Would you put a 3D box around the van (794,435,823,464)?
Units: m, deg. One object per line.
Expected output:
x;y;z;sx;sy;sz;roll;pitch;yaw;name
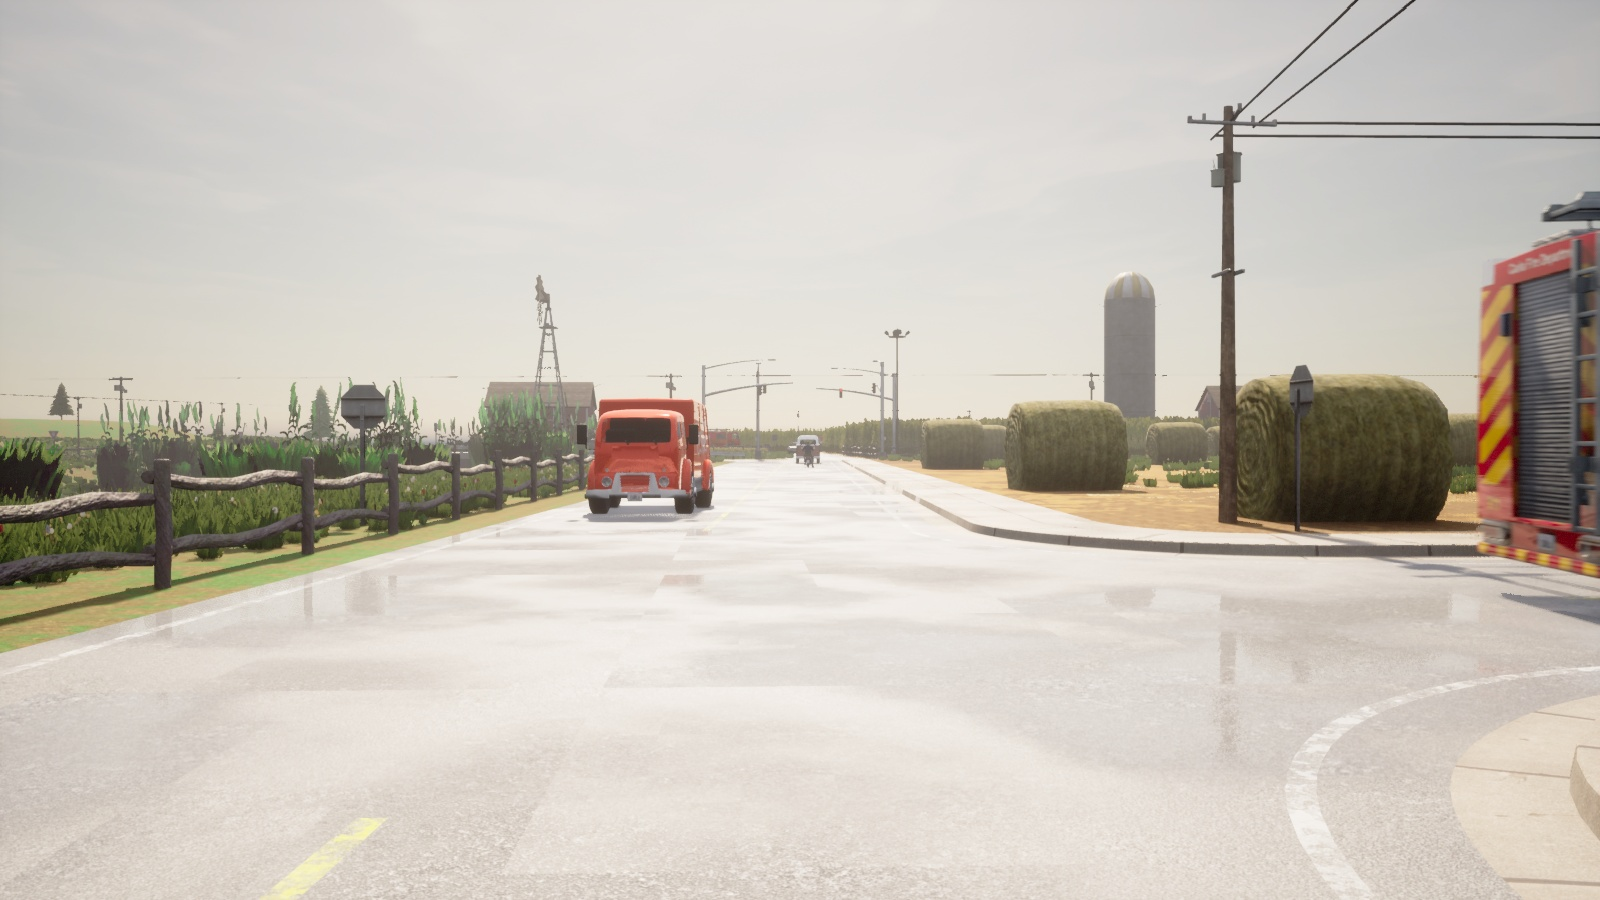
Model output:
0.589;-0.048;91.887;2.069;2.038;4.480;0;0;0;van

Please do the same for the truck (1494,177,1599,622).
11.169;-0.436;10.954;8.468;3.827;2.891;0;1;7;truck

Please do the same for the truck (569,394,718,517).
-3.311;0.100;27.866;2.627;2.467;5.204;0;0;0;truck
